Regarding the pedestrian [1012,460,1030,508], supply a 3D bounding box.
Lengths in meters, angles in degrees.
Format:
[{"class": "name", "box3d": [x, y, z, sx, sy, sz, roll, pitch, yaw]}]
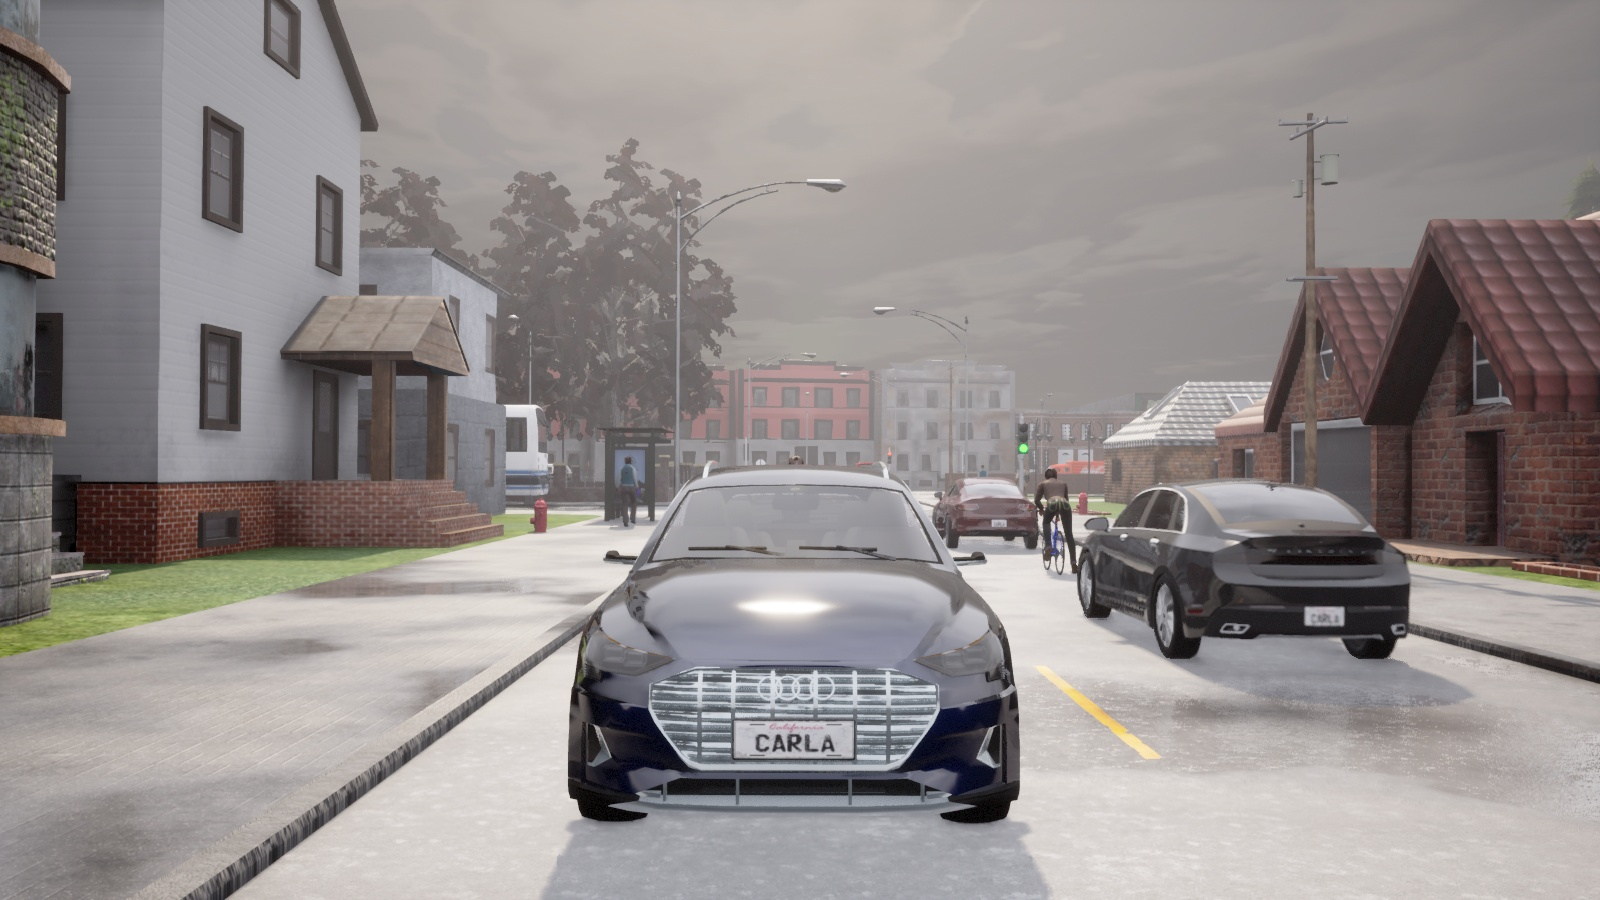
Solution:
[{"class": "pedestrian", "box3d": [8.536, 1.302, 48.451, 0.540, 1.848, 0.694, 0, -1, -2]}]

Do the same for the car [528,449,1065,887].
[{"class": "car", "box3d": [-0.020, 0.865, 7.198, 2.033, 1.649, 4.856, 0, -1, 0]}]

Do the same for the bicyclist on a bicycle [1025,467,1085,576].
[{"class": "bicyclist on a bicycle", "box3d": [3.948, 1.079, 19.545, 0.582, 1.620, 1.656, 0, -1, 0]}]

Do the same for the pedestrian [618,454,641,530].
[{"class": "pedestrian", "box3d": [-4.400, 1.085, 32.407, 0.396, 1.930, 0.692, 0, -1, 9]}]

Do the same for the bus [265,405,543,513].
[{"class": "bus", "box3d": [-16.065, 0.369, 51.740, 10.273, 4.253, 3.944, 0, -1, -4]}]

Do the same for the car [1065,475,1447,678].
[{"class": "car", "box3d": [3.969, 1.005, 11.950, 1.837, 1.490, 4.892, 0, -1, 0]}]

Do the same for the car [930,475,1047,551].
[{"class": "car", "box3d": [3.921, 1.274, 26.841, 1.812, 1.442, 4.674, 0, -1, 1]}]
